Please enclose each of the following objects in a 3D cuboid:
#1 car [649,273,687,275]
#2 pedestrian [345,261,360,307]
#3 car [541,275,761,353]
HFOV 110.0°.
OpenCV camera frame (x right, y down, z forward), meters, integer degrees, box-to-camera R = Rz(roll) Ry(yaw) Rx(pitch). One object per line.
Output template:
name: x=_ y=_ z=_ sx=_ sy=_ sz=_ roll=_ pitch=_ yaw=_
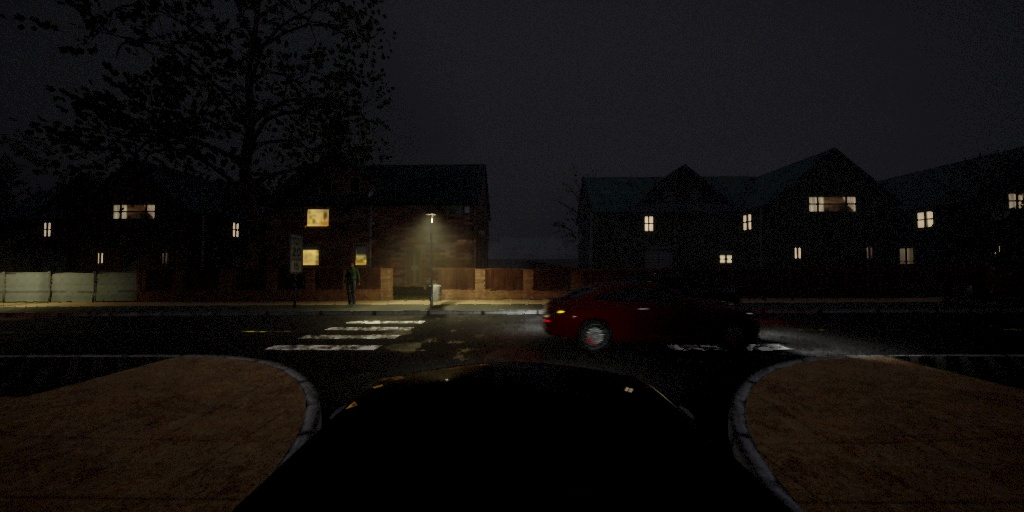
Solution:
car: x=4.364 y=1.301 z=11.162 sx=4.892 sy=1.490 sz=1.837 roll=-1 pitch=-1 yaw=2
pedestrian: x=-6.451 y=1.113 z=14.418 sx=0.375 sy=1.860 sz=0.375 roll=0 pitch=-1 yaw=2
car: x=3.022 y=1.275 z=8.245 sx=4.674 sy=1.442 sz=1.812 roll=-1 pitch=-1 yaw=2
